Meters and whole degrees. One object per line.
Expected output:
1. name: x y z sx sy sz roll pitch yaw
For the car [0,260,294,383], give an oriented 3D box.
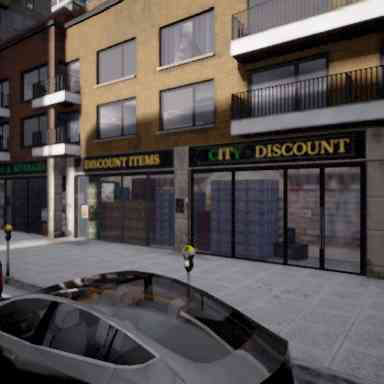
1. car: -1.099 1.564 3.586 4.313 1.339 1.947 0 0 35
